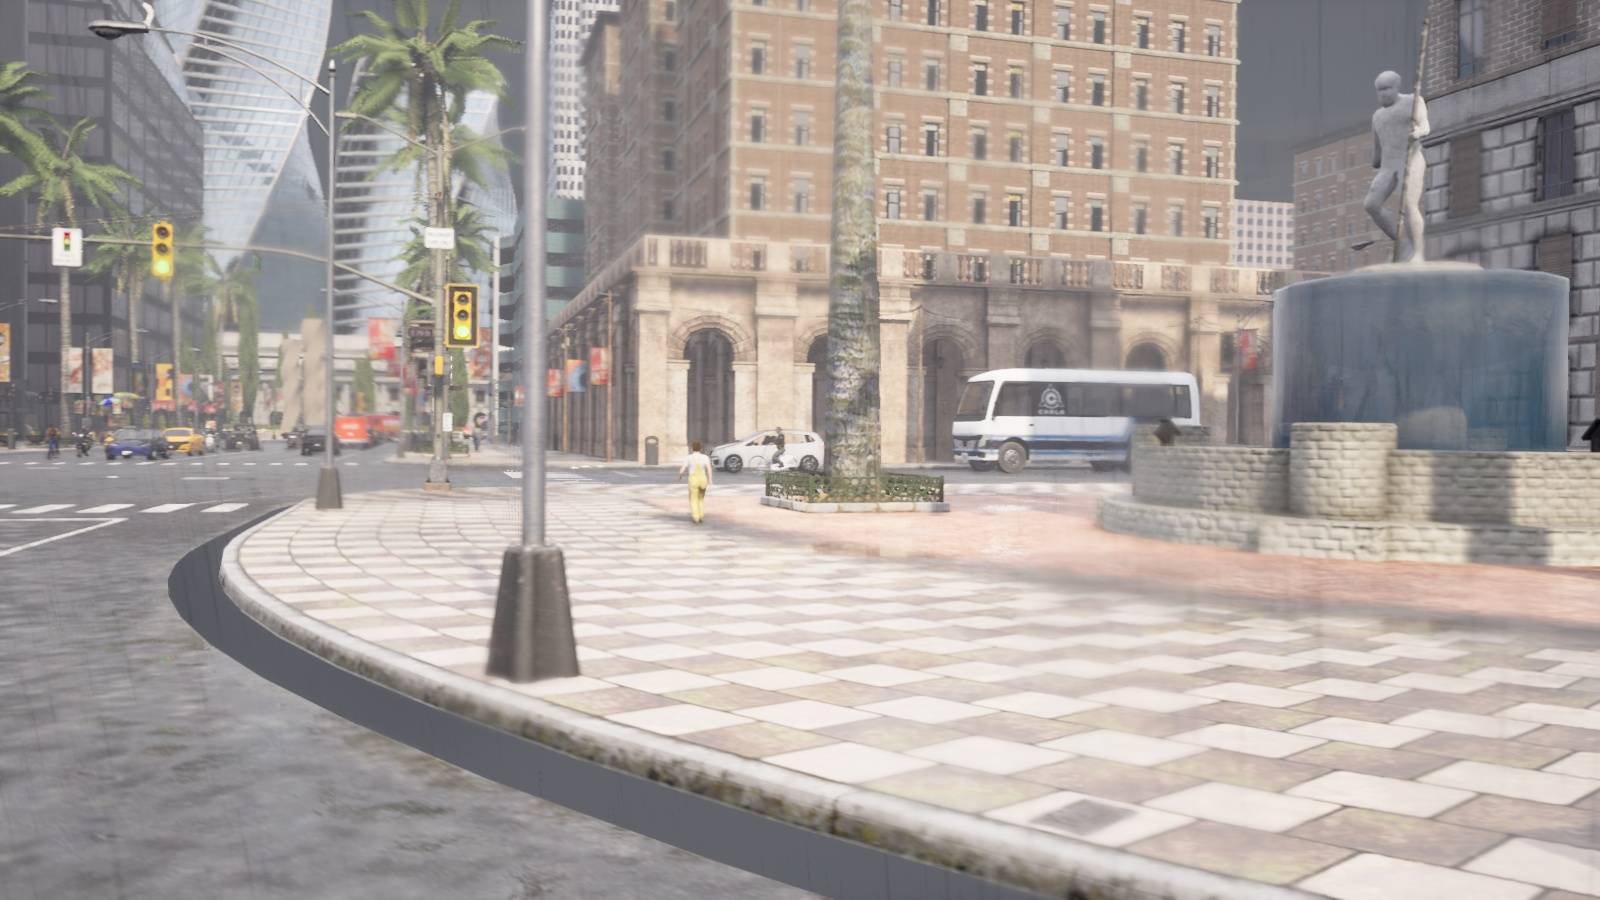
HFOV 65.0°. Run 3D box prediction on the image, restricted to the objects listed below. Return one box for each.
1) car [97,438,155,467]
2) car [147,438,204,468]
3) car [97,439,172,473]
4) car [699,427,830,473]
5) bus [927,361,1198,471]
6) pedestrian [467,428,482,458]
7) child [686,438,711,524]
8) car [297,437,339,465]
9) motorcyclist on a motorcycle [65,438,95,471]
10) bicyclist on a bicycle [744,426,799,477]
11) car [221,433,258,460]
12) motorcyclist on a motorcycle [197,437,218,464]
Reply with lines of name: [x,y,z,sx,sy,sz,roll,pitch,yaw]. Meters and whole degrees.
car: [-38.615,0.090,72.036,1.801,1.575,5.366,-1,1,-16]
car: [-33.856,0.137,68.171,1.882,1.535,5.008,-1,1,-16]
car: [-31.241,0.251,59.115,2.163,1.488,4.792,-1,1,-16]
car: [-1.384,-0.016,48.284,4.611,1.667,2.242,-1,1,-16]
bus: [10.804,-1.382,51.829,10.273,4.253,3.944,-1,1,-16]
pedestrian: [-20.776,-0.441,80.077,0.874,1.855,0.900,-1,1,-16]
child: [-1.497,0.449,18.560,0.270,1.263,0.437,-1,1,-17]
car: [-27.955,0.028,72.967,1.882,1.535,5.008,-1,1,-16]
motorcyclist on a motorcycle: [-35.902,0.199,62.639,0.866,1.590,1.817,-1,1,-16]
bicyclist on a bicycle: [-1.009,0.051,44.751,1.843,1.776,0.659,0,1,-16]
car: [-40.166,-0.265,89.997,1.905,1.878,3.866,-1,1,-17]
motorcyclist on a motorcycle: [-36.501,0.020,77.346,0.866,1.590,1.817,-1,1,-16]
